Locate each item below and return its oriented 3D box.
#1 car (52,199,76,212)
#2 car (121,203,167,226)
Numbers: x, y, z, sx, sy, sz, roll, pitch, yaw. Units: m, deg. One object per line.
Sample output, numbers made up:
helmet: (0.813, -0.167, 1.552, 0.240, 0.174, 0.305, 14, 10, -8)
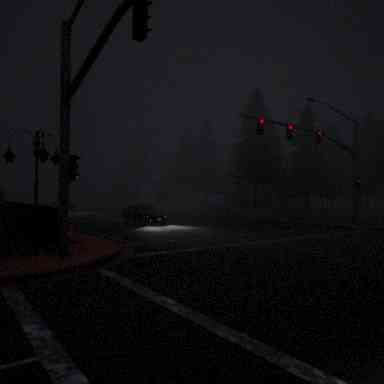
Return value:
car: (-16.265, 1.640, 42.033, 1.882, 1.535, 5.008, 1, -1, -36)
car: (-3.716, 1.660, 25.187, 1.837, 1.490, 4.892, 1, 0, -37)
